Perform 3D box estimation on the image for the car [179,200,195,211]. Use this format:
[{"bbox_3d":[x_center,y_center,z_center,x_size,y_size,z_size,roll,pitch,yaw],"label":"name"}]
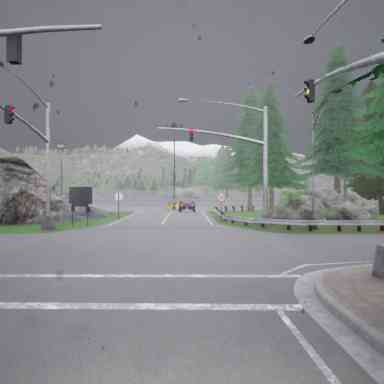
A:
[{"bbox_3d":[-0.543,1.685,39.874,1.895,1.301,4.718,0,-4,1],"label":"car"}]
